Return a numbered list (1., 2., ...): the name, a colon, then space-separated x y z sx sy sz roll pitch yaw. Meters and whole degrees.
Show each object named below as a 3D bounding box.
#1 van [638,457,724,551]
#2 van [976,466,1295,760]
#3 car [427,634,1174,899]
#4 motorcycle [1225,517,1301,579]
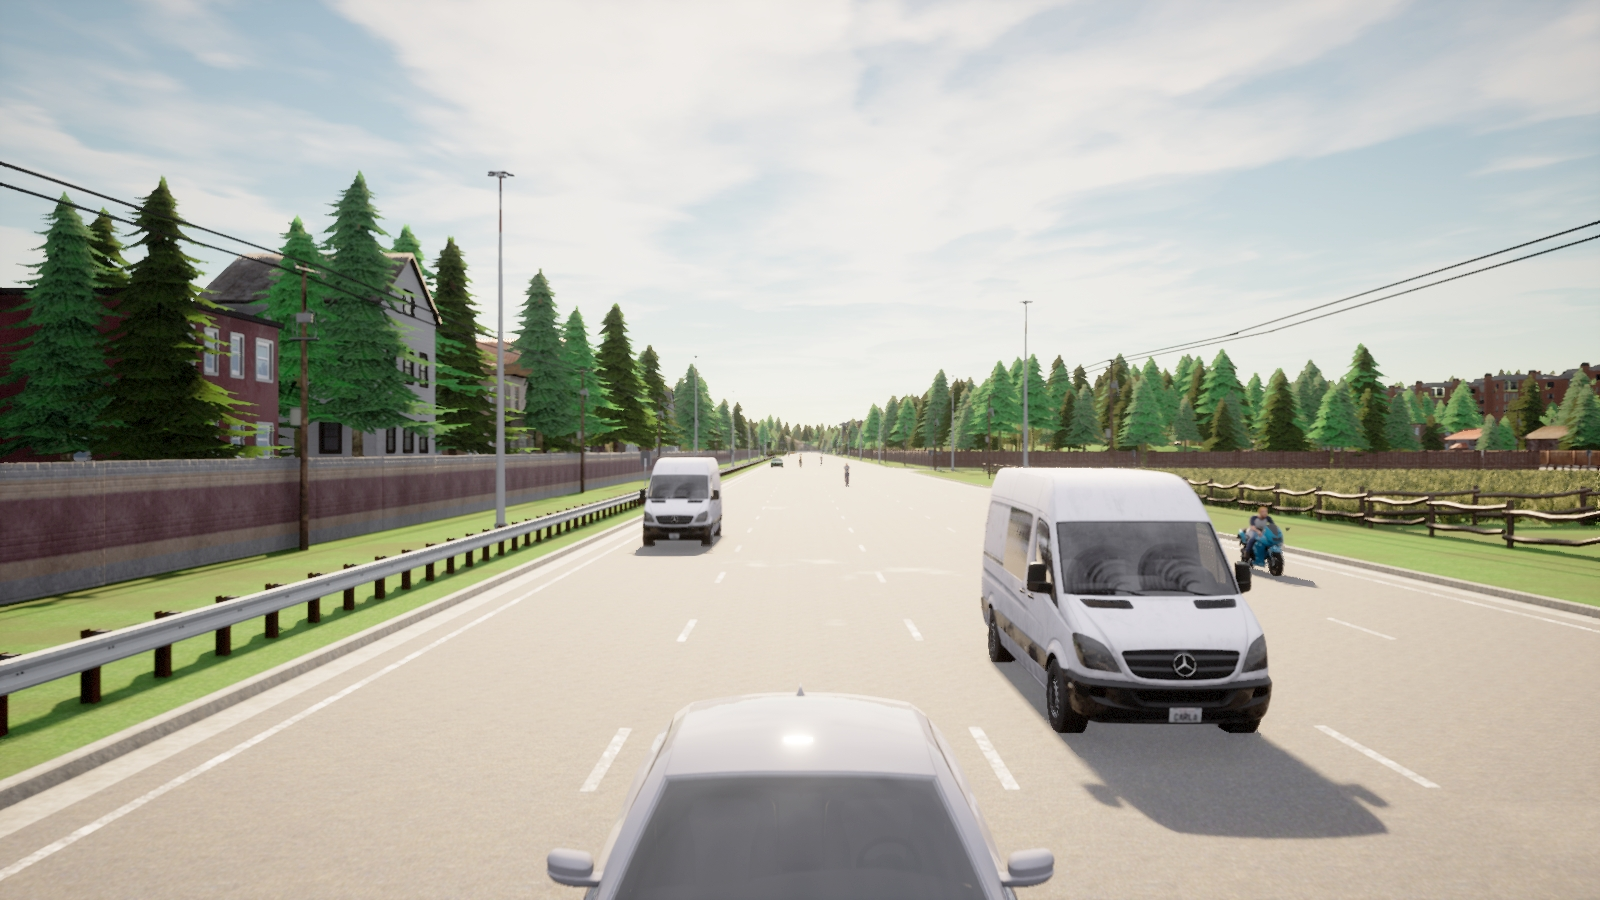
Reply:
1. van: -3.491 1.510 34.627 1.988 2.561 5.915 0 0 0
2. van: 3.502 1.523 13.330 1.988 2.561 5.915 0 0 0
3. car: 0.003 2.030 5.334 2.097 1.535 5.006 0 0 0
4. motorcycle: 10.358 2.168 25.633 0.803 1.199 2.033 -1 0 -3
